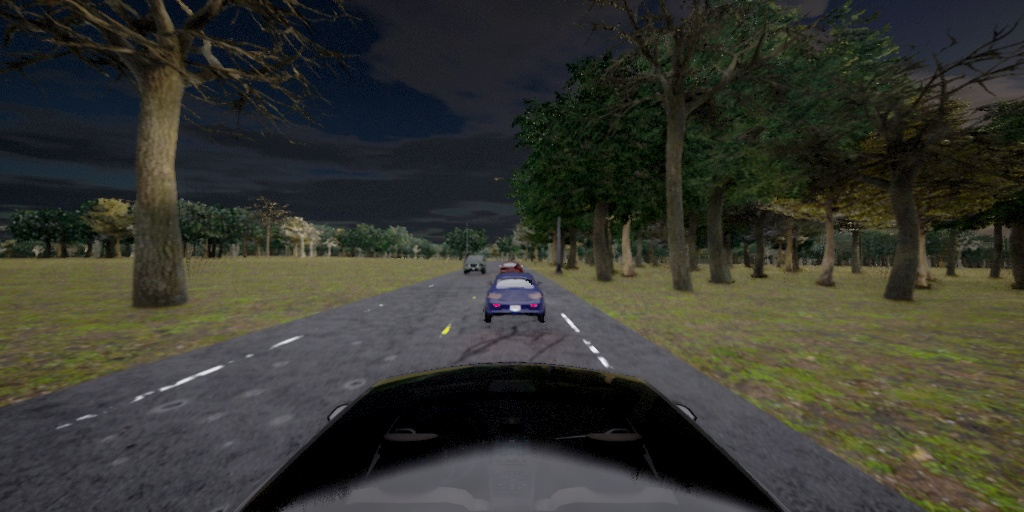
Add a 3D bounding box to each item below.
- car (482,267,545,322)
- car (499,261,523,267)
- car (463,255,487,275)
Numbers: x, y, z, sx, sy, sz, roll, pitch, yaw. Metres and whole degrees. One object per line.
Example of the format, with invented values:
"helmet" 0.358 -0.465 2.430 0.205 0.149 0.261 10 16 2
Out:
"car" 0.089 1.272 12.218 1.812 1.442 4.674 0 0 0
"car" -0.070 1.191 29.982 1.882 1.535 5.008 0 0 -1
"car" -3.883 0.910 38.528 2.150 2.045 5.566 0 0 -1
